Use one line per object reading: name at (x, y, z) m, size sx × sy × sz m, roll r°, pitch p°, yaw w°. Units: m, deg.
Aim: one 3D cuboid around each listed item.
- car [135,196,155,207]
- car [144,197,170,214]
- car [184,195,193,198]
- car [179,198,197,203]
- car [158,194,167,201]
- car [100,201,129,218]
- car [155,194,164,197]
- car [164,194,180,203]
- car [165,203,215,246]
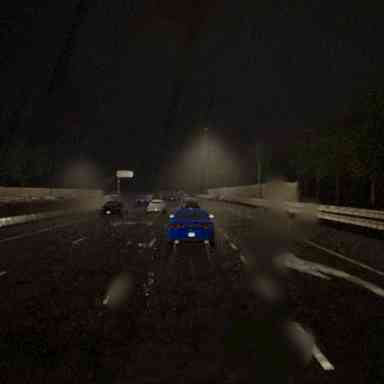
car at (-7.250, 1.378, 50.431) m, size 2.097 × 1.767 × 4.553 m, roll 0°, pitch 0°, yaw -1°
car at (-3.621, 1.551, 35.295) m, size 1.812 × 1.442 × 4.674 m, roll 0°, pitch 0°, yaw 0°
car at (-0.291, 1.626, 54.481) m, size 1.895 × 1.301 × 4.718 m, roll 0°, pitch 0°, yaw -1°
car at (-0.115, 1.588, 34.465) m, size 1.994 × 1.385 × 4.181 m, roll 0°, pitch 0°, yaw 0°
car at (-7.772, 1.433, 88.080) m, size 2.097 × 1.767 × 4.553 m, roll 0°, pitch 0°, yaw -1°
car at (-7.090, 1.551, 30.515) m, size 1.812 × 1.442 × 4.674 m, roll 0°, pitch 0°, yaw 0°
car at (-7.480, 1.541, 69.696) m, size 1.837 × 1.490 × 4.892 m, roll 0°, pitch 0°, yaw -1°
car at (-3.947, 1.388, 67.204) m, size 2.097 × 1.767 × 4.553 m, roll 0°, pitch 0°, yaw -1°
car at (-0.021, 1.491, 15.293) m, size 1.882 × 1.535 × 5.008 m, roll 0°, pitch 0°, yaw 0°
